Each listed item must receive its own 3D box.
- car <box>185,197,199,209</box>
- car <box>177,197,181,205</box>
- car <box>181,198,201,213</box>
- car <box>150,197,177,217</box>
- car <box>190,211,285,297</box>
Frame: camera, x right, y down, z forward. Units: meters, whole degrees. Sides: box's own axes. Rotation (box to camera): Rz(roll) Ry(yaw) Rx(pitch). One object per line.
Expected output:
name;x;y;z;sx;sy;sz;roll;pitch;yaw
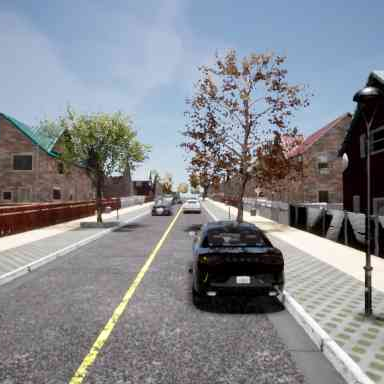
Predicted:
car;-0.019;1.541;47.196;1.882;1.535;5.008;0;0;0
car;-2.846;1.619;62.700;1.812;1.442;4.674;0;0;0
car;0.018;1.574;36.956;1.812;1.442;4.674;0;0;0
car;-2.898;1.532;32.319;2.128;1.511;4.902;0;0;0
car;0.951;1.487;8.676;1.882;1.535;5.008;0;0;0
